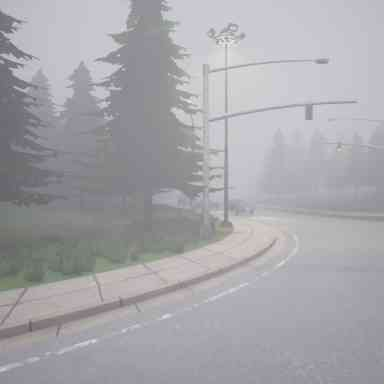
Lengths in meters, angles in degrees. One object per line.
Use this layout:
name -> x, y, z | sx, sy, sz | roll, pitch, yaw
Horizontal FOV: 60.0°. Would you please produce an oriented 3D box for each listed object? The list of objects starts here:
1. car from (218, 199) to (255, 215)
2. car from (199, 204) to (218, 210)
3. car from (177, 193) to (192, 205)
car -> 4.744, 1.508, 34.256 | 2.128, 1.511, 4.902 | 0, 0, -15
car -> 2.106, 1.621, 43.899 | 1.895, 1.301, 4.718 | 0, 0, -16
car -> -0.810, 1.245, 54.053 | 2.150, 2.045, 5.566 | 0, 0, -17
